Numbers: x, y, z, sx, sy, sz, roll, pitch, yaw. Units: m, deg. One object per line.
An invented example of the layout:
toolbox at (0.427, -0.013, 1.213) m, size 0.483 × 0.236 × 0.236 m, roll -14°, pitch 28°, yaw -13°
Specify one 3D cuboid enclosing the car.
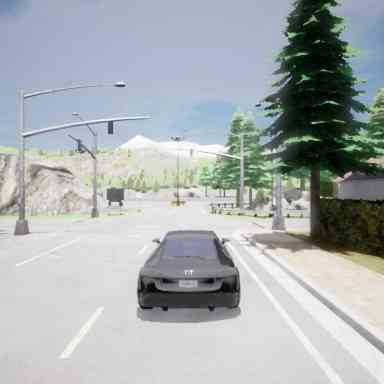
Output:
car at (-0.032, 1.572, 7.878) m, size 1.994 × 1.385 × 4.181 m, roll 0°, pitch 0°, yaw 1°
